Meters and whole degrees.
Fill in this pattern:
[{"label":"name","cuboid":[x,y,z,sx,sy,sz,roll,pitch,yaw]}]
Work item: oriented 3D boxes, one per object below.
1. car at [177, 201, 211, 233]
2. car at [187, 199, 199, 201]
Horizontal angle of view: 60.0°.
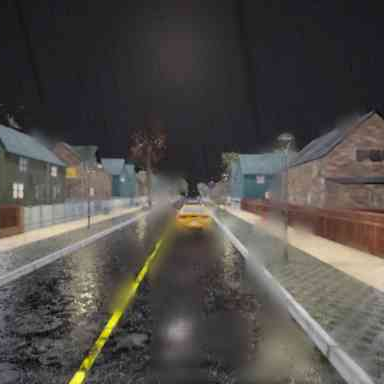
[{"label":"car","cuboid":[0.103,1.512,19.923,1.882,1.535,5.008,0,0,0]},{"label":"car","cuboid":[0.105,1.586,37.466,1.837,1.490,4.892,0,0,0]}]
